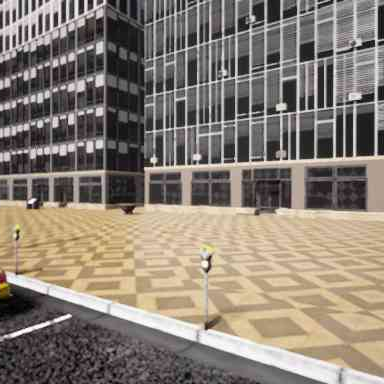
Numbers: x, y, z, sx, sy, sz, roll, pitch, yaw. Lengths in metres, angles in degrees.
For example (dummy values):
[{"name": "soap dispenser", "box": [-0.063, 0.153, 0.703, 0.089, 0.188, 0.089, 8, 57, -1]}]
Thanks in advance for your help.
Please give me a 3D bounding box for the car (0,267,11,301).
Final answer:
[{"name": "car", "box": [-5.598, 1.525, 6.857, 4.829, 1.417, 1.752, 0, 0, 35]}]
